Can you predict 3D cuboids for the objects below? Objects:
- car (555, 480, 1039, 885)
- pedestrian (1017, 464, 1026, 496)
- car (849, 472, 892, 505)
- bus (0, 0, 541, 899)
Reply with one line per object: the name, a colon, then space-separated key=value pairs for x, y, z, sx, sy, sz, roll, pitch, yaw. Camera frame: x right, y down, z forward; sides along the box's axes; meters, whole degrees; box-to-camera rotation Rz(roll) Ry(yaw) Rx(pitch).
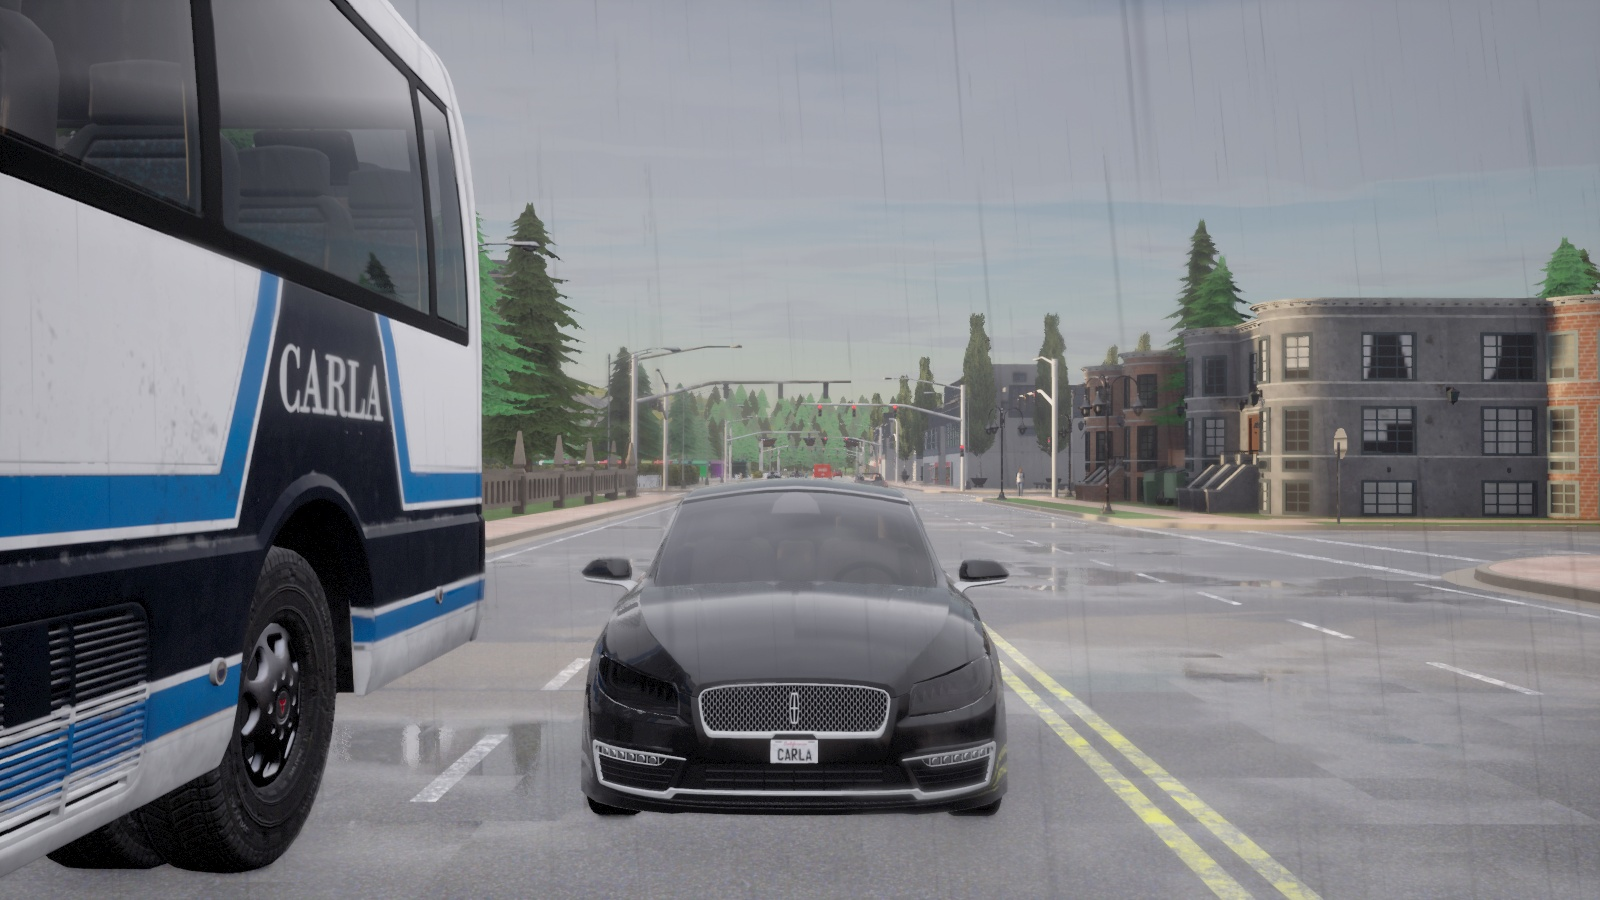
car: x=-0.017 y=0.941 z=7.221 sx=1.837 sy=1.490 sz=4.892 roll=0 pitch=-1 yaw=0
pedestrian: x=12.844 y=1.719 z=72.798 sx=0.354 sy=1.836 sz=0.706 roll=0 pitch=-1 yaw=2
car: x=3.359 y=1.829 z=60.506 sx=1.845 sy=1.501 sz=3.633 roll=0 pitch=-1 yaw=0
bus: x=-3.511 y=-0.508 z=2.365 sx=3.944 sy=4.253 sz=10.273 roll=0 pitch=-1 yaw=0
